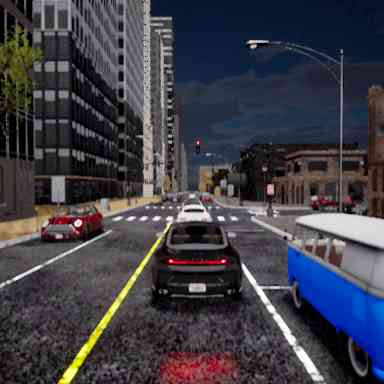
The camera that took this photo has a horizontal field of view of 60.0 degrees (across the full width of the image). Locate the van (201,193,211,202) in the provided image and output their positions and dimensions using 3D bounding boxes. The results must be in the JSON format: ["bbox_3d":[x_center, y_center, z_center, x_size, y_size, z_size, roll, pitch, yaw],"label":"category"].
[{"bbox_3d":[2.736,1.059,65.384,1.690,1.788,3.998,-1,0,0],"label":"van"}]

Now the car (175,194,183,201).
[{"bbox_3d":[-2.930,1.197,76.195,1.812,1.442,4.674,0,0,0],"label":"car"}]

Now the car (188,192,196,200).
[{"bbox_3d":[0.075,1.175,81.052,1.812,1.442,4.674,0,0,0],"label":"car"}]

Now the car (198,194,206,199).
[{"bbox_3d":[2.765,1.151,93.605,2.008,1.369,4.403,-1,0,0],"label":"car"}]

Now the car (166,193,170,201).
[{"bbox_3d":[-5.613,1.308,59.803,1.947,1.339,4.313,-1,0,0],"label":"car"}]

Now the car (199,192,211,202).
[{"bbox_3d":[2.740,1.009,71.028,2.192,1.841,5.009,-1,0,0],"label":"car"}]

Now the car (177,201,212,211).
[{"bbox_3d":[0.111,1.443,18.768,1.812,1.442,4.674,0,0,0],"label":"car"}]

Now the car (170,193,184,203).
[{"bbox_3d":[-2.999,1.228,60.964,2.128,1.511,4.902,0,0,1],"label":"car"}]

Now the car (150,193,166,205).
[{"bbox_3d":[-5.790,1.292,53.989,1.752,1.417,4.829,-1,0,0],"label":"car"}]

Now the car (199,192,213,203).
[{"bbox_3d":[2.732,1.182,59.740,1.967,1.590,4.097,-1,0,0],"label":"car"}]

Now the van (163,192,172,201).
[{"bbox_3d":[-5.601,1.011,76.734,1.690,1.788,3.998,-1,0,0],"label":"van"}]

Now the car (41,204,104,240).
[{"bbox_3d":[-5.689,1.369,16.211,1.967,1.590,4.097,-1,0,0],"label":"car"}]

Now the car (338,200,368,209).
[{"bbox_3d":[16.446,1.666,31.064,4.313,1.339,1.947,1,1,1],"label":"car"}]

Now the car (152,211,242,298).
[{"bbox_3d":[0.105,1.468,8.412,1.837,1.490,4.892,0,0,0],"label":"car"}]

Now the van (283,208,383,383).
[{"bbox_3d":[2.680,1.318,5.120,1.690,1.788,3.998,-1,0,0],"label":"van"}]

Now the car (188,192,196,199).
[{"bbox_3d":[0.084,0.887,91.055,2.097,1.767,4.553,0,0,0],"label":"car"}]

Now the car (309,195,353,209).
[{"bbox_3d":[16.563,1.250,39.439,5.009,1.841,2.192,1,1,1],"label":"car"}]

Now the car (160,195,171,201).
[{"bbox_3d":[-5.602,1.260,71.092,1.947,1.339,4.313,-1,0,0],"label":"car"}]
